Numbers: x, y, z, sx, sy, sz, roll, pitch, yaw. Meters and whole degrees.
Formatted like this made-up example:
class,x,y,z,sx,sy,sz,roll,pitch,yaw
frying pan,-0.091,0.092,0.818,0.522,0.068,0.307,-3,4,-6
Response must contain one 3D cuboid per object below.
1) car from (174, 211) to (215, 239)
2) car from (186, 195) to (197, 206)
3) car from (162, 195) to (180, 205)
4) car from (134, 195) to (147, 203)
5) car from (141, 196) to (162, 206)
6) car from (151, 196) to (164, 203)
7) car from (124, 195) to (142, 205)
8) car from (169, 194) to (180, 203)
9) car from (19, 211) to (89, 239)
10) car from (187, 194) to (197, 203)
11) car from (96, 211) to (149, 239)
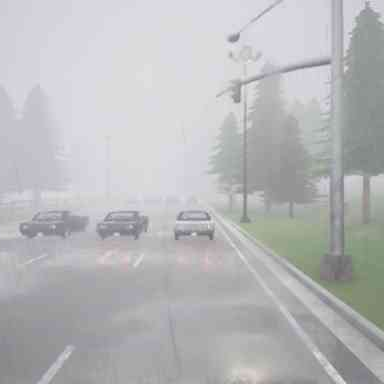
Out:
class,x,y,z,sx,sy,sz,roll,pitch,yaw
car,0.099,1.616,17.304,1.895,1.301,4.718,0,0,0
car,-0.006,1.541,57.833,2.128,1.511,4.902,0,0,0
car,-3.506,1.401,58.219,2.097,1.767,4.553,0,0,0
car,-10.507,1.429,68.252,1.812,1.442,4.674,0,0,0
car,-7.006,1.540,57.832,2.128,1.511,4.902,0,0,0
car,-7.007,1.544,68.252,2.033,1.411,5.357,0,0,0
car,-10.506,1.650,58.278,1.895,1.301,4.718,0,0,0
car,-3.507,1.356,68.222,2.097,1.767,4.553,0,0,0
car,-6.901,1.616,17.321,1.895,1.301,4.718,0,0,0
car,-0.007,1.394,68.223,2.097,1.767,4.553,0,0,0
car,-3.401,1.615,17.253,1.895,1.301,4.718,0,0,0
